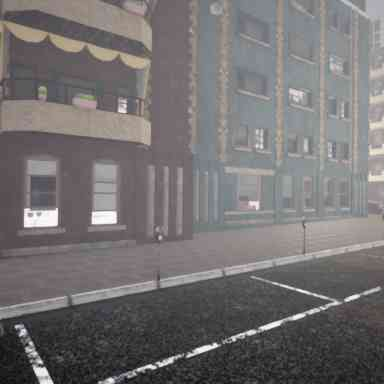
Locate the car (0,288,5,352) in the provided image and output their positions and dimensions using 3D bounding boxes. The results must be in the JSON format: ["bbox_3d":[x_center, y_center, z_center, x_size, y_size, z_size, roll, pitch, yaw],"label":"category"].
[{"bbox_3d":[-4.195,1.566,3.097,4.313,1.339,1.947,0,1,-35],"label":"car"}]

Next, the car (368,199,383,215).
[{"bbox_3d":[16.142,1.231,32.639,2.192,1.841,5.009,1,0,-36],"label":"car"}]
